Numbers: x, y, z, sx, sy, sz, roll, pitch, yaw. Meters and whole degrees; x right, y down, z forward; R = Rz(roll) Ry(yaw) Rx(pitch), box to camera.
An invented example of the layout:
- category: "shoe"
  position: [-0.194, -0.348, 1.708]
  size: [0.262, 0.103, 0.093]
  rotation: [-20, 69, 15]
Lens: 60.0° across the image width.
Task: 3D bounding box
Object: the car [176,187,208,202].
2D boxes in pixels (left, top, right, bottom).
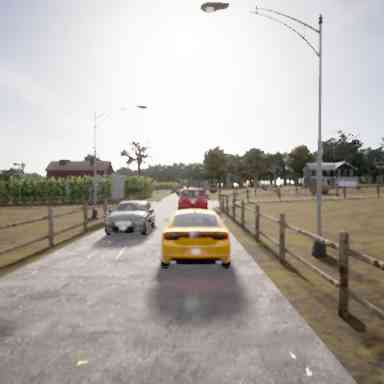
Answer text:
- category: "car"
  position: [0.055, 0.723, 25.401]
  size: [2.150, 2.045, 5.566]
  rotation: [0, 1, 0]

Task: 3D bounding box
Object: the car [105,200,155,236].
- category: "car"
  position: [-2.855, 1.179, 16.187]
  size: [2.128, 1.511, 4.902]
  rotation: [0, 1, 0]

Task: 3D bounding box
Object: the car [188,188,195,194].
- category: "car"
  position: [-0.075, -0.339, 87.720]
  size: [1.837, 1.490, 4.892]
  rotation: [0, 1, 0]

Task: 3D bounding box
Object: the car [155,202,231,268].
- category: "car"
  position: [0.091, 1.273, 10.619]
  size: [1.882, 1.535, 5.008]
  rotation: [0, 1, 0]

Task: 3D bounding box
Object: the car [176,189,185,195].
- category: "car"
  position: [-2.822, -0.122, 80.456]
  size: [1.994, 1.385, 4.181]
  rotation: [0, 1, 0]
